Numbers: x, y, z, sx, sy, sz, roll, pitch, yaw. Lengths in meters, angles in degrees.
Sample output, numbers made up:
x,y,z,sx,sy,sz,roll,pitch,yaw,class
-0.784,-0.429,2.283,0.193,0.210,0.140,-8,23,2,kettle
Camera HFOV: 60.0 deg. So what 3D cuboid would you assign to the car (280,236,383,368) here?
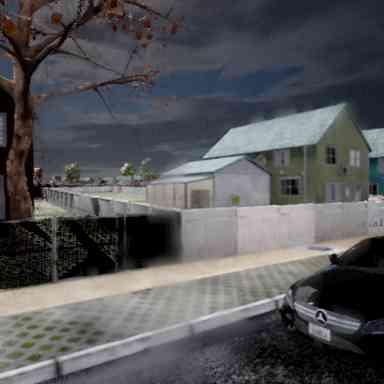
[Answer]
x,y,z,sx,sy,sz,roll,pitch,yaw,class
3.505,1.504,5.566,4.674,1.442,1.812,0,0,-36,car
